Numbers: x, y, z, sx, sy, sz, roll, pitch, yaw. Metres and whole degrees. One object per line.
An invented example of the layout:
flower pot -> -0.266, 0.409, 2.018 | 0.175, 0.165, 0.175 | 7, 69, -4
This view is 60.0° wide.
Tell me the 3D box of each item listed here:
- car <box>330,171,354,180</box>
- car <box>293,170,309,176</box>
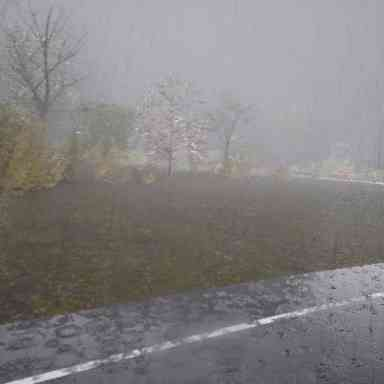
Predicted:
car -> 30.426, -3.488, 67.585 | 2.097, 1.767, 4.553 | 1, 6, -27
car -> 25.573, -4.492, 77.304 | 1.895, 1.301, 4.718 | 1, 6, -27
